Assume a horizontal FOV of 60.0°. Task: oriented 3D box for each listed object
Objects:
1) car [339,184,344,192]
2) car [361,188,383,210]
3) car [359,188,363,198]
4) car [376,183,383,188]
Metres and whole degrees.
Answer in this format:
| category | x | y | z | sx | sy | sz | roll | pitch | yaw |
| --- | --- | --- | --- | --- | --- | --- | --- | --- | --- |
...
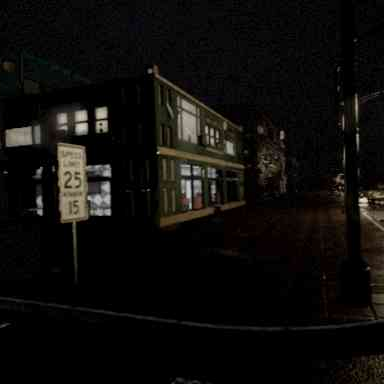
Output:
| category | x | y | z | sx | sy | sz | roll | pitch | yaw |
| --- | --- | --- | --- | --- | --- | --- | --- | --- | --- |
| car | 31.457 | -0.664 | 67.670 | 1.752 | 1.417 | 4.829 | -1 | 1 | 22 |
| car | 15.105 | 0.629 | 26.585 | 2.008 | 1.369 | 4.403 | -1 | 1 | 22 |
| car | 21.197 | 0.131 | 41.892 | 1.752 | 1.417 | 4.829 | -1 | 1 | 22 |
| car | 45.522 | -1.369 | 80.349 | 1.752 | 1.417 | 4.829 | -1 | 1 | 22 |
